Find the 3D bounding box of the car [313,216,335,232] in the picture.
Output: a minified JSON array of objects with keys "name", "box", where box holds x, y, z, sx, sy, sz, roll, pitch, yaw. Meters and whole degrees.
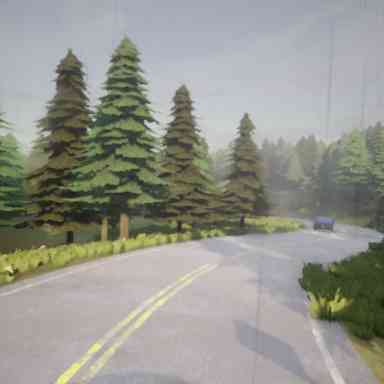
[{"name":"car","box":[13.765,3.252,34.592,1.882,1.535,5.008,3,-2,24]}]
